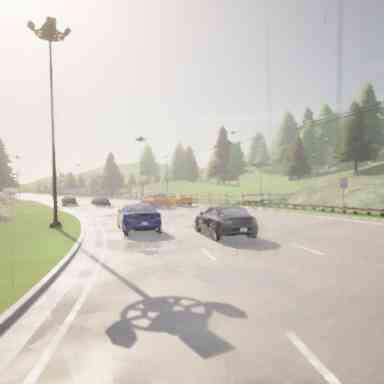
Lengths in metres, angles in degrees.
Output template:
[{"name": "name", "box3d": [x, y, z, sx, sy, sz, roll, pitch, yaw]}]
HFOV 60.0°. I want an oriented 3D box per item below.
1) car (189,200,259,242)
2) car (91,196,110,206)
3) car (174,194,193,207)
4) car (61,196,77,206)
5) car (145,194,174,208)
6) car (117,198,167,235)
[{"name": "car", "box3d": [1.442, 1.296, 15.200, 1.812, 1.442, 4.674, -1, 1, -14]}, {"name": "car", "box3d": [-13.423, 1.311, 48.688, 1.994, 1.385, 4.181, -2, 1, -28]}, {"name": "car", "box3d": [-1.702, 1.002, 41.621, 1.882, 1.535, 5.008, -2, 1, -28]}, {"name": "car", "box3d": [-19.392, 1.362, 52.410, 1.837, 1.490, 4.892, -2, 0, -28]}, {"name": "car", "box3d": [-4.306, 0.979, 38.950, 2.097, 1.767, 4.553, -2, 1, -28]}, {"name": "car", "box3d": [-2.945, 1.329, 18.034, 1.882, 1.535, 5.008, -1, 1, -17]}]
